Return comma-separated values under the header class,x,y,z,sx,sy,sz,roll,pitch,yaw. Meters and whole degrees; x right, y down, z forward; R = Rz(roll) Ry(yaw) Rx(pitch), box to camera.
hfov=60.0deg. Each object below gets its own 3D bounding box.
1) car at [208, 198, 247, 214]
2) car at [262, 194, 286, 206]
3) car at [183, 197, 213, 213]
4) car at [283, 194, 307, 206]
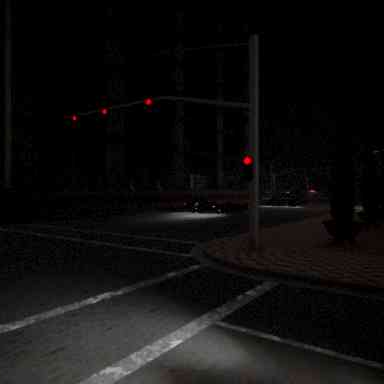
class,x,y,z,sx,sy,sz,roll,pitch,yaw
car,4.099,1.588,35.729,1.895,1.301,4.718,0,0,36
car,13.973,1.532,55.180,2.033,1.411,5.357,0,0,36
car,0.985,1.336,37.394,2.097,1.767,4.553,0,0,36
car,16.762,1.505,53.066,1.837,1.490,4.892,0,0,36
